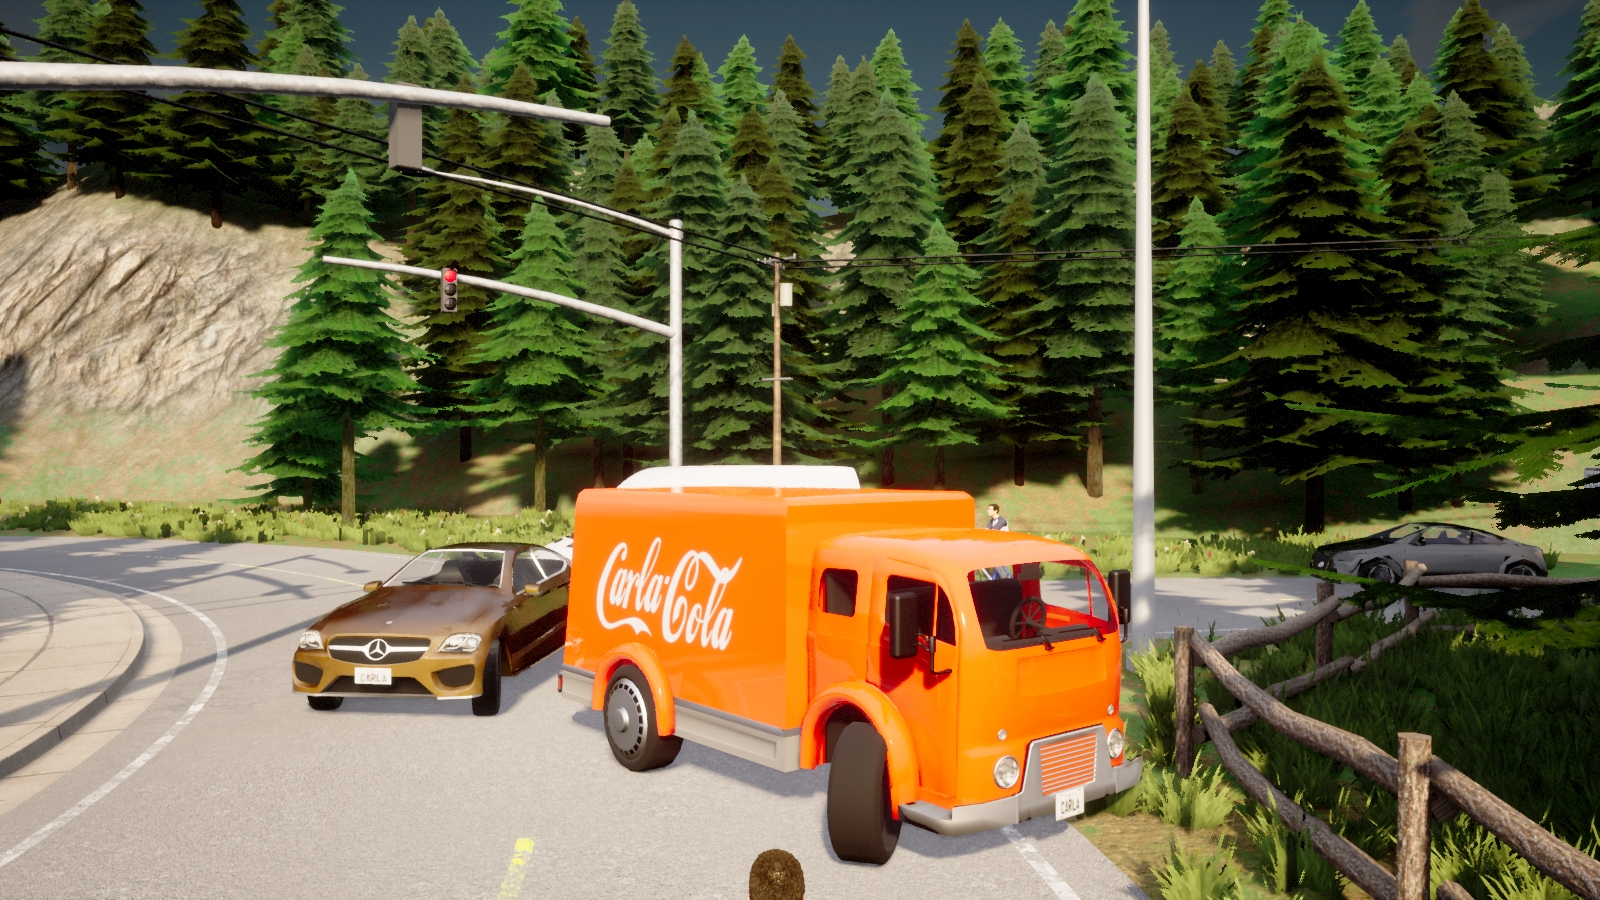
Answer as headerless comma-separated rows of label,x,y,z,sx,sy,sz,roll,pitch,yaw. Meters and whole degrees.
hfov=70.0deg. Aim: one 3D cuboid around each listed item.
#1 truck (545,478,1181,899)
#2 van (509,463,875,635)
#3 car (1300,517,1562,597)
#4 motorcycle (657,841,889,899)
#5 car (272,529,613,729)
truck,0.202,1.542,9.769,2.627,2.467,5.204,0,0,-39
van,-1.776,1.528,19.549,5.915,2.561,1.988,0,0,-27
car,12.589,2.119,23.051,4.181,1.385,1.994,0,0,6
motorcycle,-0.074,2.159,3.526,0.803,1.199,2.033,0,0,-2
car,-4.038,1.970,14.038,2.152,1.651,5.027,0,0,6
